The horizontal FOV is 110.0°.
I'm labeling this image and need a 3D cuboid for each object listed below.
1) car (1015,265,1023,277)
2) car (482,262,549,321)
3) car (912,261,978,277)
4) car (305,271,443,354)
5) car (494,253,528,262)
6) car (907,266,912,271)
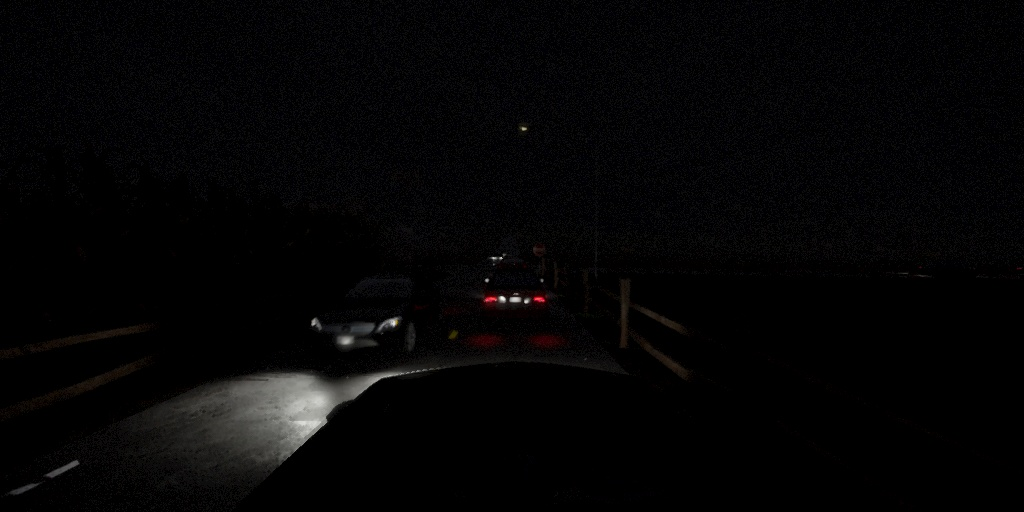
[{"bbox_3d":[52.779,1.473,35.243,4.892,1.490,1.837,1,3,0],"label":"car"},{"bbox_3d":[0.080,1.082,11.446,2.033,1.411,5.357,0,1,0],"label":"car"},{"bbox_3d":[42.795,1.351,35.235,4.181,1.385,1.994,1,3,0],"label":"car"},{"bbox_3d":[-2.840,1.126,8.446,1.812,1.442,4.674,0,1,0],"label":"car"},{"bbox_3d":[0.058,0.758,22.853,1.882,1.535,5.008,0,1,1],"label":"car"},{"bbox_3d":[45.459,1.239,38.050,5.357,1.411,2.033,1,3,1],"label":"car"}]
